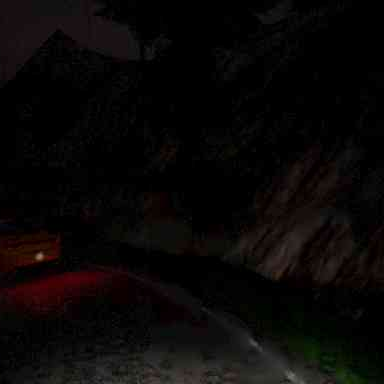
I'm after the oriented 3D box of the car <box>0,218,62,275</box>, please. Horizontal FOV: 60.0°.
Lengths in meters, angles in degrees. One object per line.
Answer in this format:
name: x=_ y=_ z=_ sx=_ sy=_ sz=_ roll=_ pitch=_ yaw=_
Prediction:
car: x=-6.003 y=1.511 z=9.863 sx=5.008 sy=1.535 sz=1.882 roll=0 pitch=0 yaw=32
